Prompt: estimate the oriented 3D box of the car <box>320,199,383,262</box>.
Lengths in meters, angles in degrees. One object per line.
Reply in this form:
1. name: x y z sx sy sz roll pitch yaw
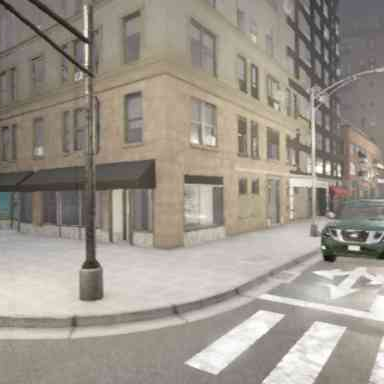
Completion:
1. car: 6.326 1.289 11.918 2.150 2.045 5.566 -1 -1 36
